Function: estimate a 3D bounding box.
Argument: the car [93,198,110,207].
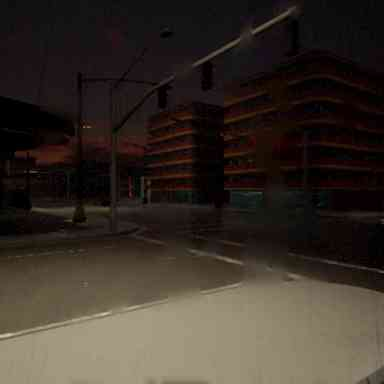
[{"bbox_3d":[-14.041,1.589,52.414,1.994,1.385,4.181,0,0,-36],"label":"car"}]
